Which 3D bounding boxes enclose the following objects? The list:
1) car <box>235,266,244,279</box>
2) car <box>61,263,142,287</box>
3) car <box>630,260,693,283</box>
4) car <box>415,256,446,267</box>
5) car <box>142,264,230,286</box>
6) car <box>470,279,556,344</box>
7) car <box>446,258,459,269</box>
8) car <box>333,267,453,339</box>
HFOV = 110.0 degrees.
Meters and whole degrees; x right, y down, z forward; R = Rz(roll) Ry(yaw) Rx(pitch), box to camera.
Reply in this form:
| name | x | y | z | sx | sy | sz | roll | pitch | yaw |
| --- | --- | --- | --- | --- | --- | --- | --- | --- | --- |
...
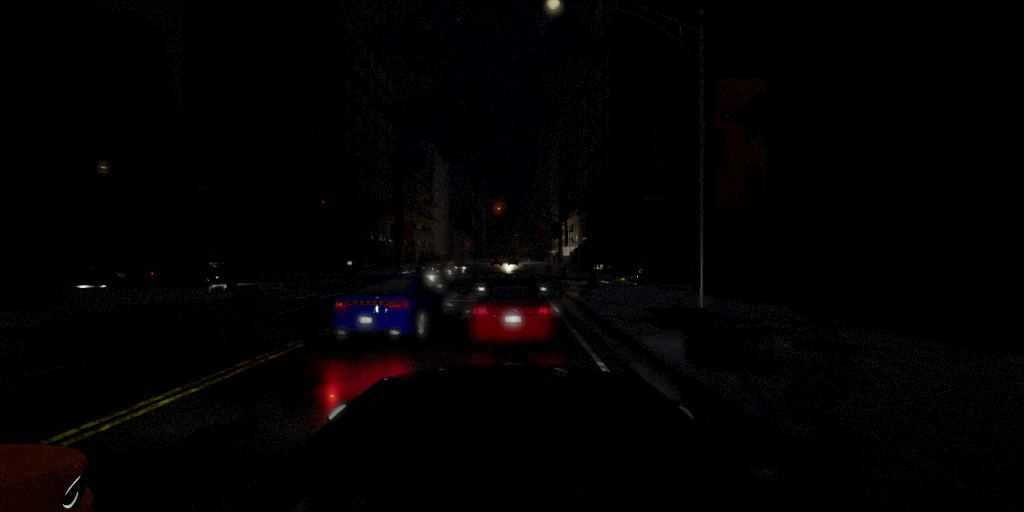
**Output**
| name | x | y | z | sx | sy | sz | roll | pitch | yaw |
| --- | --- | --- | --- | --- | --- | --- | --- | --- | --- |
| car | -25.286 | 1.330 | 30.497 | 4.313 | 1.339 | 1.948 | 0 | 0 | 0 |
| car | -25.353 | 1.172 | 22.473 | 4.097 | 1.591 | 1.967 | 0 | 0 | 0 |
| car | 11.629 | 1.140 | 28.037 | 4.553 | 1.767 | 2.097 | 0 | 0 | 2 |
| car | -9.716 | 0.970 | 42.344 | 2.150 | 2.045 | 5.566 | 0 | 0 | 0 |
| car | -22.526 | 1.308 | 24.991 | 4.181 | 1.385 | 1.994 | 0 | 0 | 1 |
| car | 0.028 | 1.314 | 9.623 | 1.994 | 1.385 | 4.181 | 0 | 0 | 0 |
| car | -9.683 | 1.098 | 52.942 | 2.097 | 1.767 | 4.553 | 0 | 0 | 0 |
| car | -3.123 | 1.228 | 10.151 | 1.882 | 1.535 | 5.008 | 0 | 0 | 0 |
